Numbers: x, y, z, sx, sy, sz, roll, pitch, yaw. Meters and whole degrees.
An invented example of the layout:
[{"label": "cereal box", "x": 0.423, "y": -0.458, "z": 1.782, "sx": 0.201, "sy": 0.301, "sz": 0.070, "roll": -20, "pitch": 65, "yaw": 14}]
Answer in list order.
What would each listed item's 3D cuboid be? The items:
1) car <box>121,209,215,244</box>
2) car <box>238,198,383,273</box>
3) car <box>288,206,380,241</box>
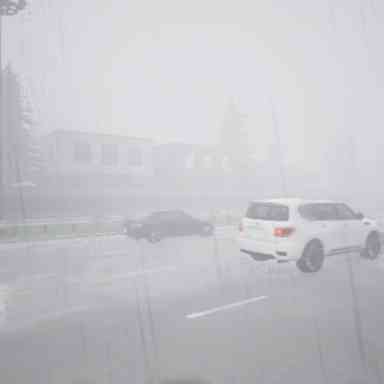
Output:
[{"label": "car", "x": -1.066, "y": 1.527, "z": 15.881, "sx": 4.674, "sy": 1.442, "sz": 1.812, "roll": 0, "pitch": 0, "yaw": -35}, {"label": "car", "x": 3.988, "y": 1.223, "z": 10.888, "sx": 5.566, "sy": 2.045, "sz": 2.150, "roll": 0, "pitch": 0, "yaw": -35}, {"label": "car", "x": 7.699, "y": 1.550, "z": 17.834, "sx": 5.357, "sy": 1.411, "sz": 2.033, "roll": 0, "pitch": 0, "yaw": -35}]
